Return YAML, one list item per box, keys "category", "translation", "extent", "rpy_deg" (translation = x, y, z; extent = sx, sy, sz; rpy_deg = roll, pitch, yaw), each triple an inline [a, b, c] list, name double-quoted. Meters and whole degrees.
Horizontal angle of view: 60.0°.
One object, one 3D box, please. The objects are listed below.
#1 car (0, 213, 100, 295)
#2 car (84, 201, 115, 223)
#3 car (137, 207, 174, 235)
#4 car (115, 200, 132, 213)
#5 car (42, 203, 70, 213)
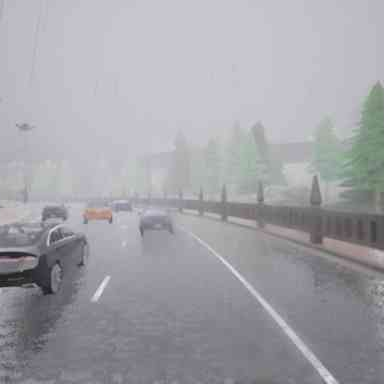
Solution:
- category: "car"
  translation: [-4.073, 1.554, 8.769]
  extent: [2.128, 1.511, 4.902]
  rpy_deg: [0, 0, -5]
- category: "car"
  translation: [-7.559, 1.499, 26.879]
  extent: [2.097, 1.767, 4.553]
  rpy_deg: [0, 0, -15]
- category: "car"
  translation: [-2.190, 1.603, 19.601]
  extent: [1.812, 1.442, 4.674]
  rpy_deg: [0, 0, -11]
- category: "car"
  translation: [-8.714, 1.676, 40.739]
  extent: [1.882, 1.535, 5.008]
  rpy_deg: [0, 0, -22]
- category: "car"
  translation: [-11.764, 1.694, 28.854]
  extent: [1.837, 1.490, 4.892]
  rpy_deg: [0, 0, -17]
